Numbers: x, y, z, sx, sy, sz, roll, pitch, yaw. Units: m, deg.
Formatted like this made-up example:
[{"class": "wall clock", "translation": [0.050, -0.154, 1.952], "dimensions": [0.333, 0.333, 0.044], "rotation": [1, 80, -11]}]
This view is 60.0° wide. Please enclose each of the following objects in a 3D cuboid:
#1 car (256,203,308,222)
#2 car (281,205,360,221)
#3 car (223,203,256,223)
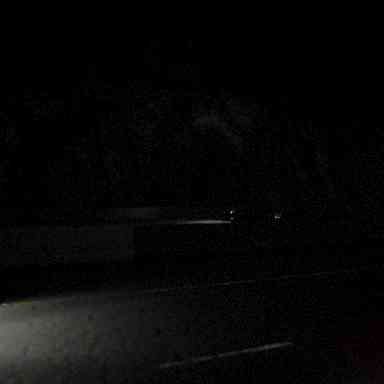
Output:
[{"class": "car", "translation": [7.408, 1.707, 24.599], "dimensions": [4.553, 1.767, 2.097], "rotation": [0, -1, -22]}, {"class": "car", "translation": [8.527, 1.803, 21.273], "dimensions": [4.902, 1.511, 2.128], "rotation": [0, -1, -22]}, {"class": "car", "translation": [5.480, 1.885, 27.587], "dimensions": [4.902, 1.511, 2.128], "rotation": [0, -1, -22]}]
